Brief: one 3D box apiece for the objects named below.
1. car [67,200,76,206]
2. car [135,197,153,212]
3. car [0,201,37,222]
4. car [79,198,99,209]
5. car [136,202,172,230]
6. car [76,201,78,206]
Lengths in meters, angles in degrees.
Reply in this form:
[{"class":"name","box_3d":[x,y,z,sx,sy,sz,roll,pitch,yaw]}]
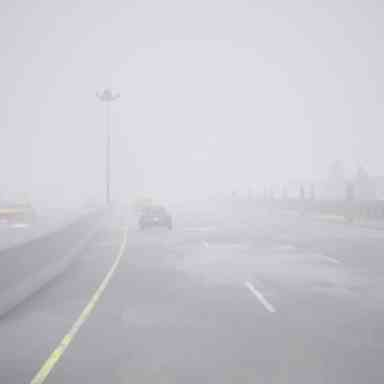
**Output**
[{"class":"car","box_3d":[-26.326,2.510,73.422,2.128,1.511,4.902,0,-4,-11]},{"class":"car","box_3d":[-5.541,1.405,38.638,2.097,1.767,4.553,0,0,-10]},{"class":"car","box_3d":[-14.334,1.579,27.408,1.882,1.535,5.008,0,0,-10]},{"class":"car","box_3d":[-14.564,1.591,47.955,1.882,1.535,5.008,0,0,-10]},{"class":"car","box_3d":[-2.453,1.588,21.710,1.994,1.385,4.181,0,0,-10]},{"class":"car","box_3d":[-21.805,1.949,68.218,2.097,1.767,4.553,0,-3,-11]}]
